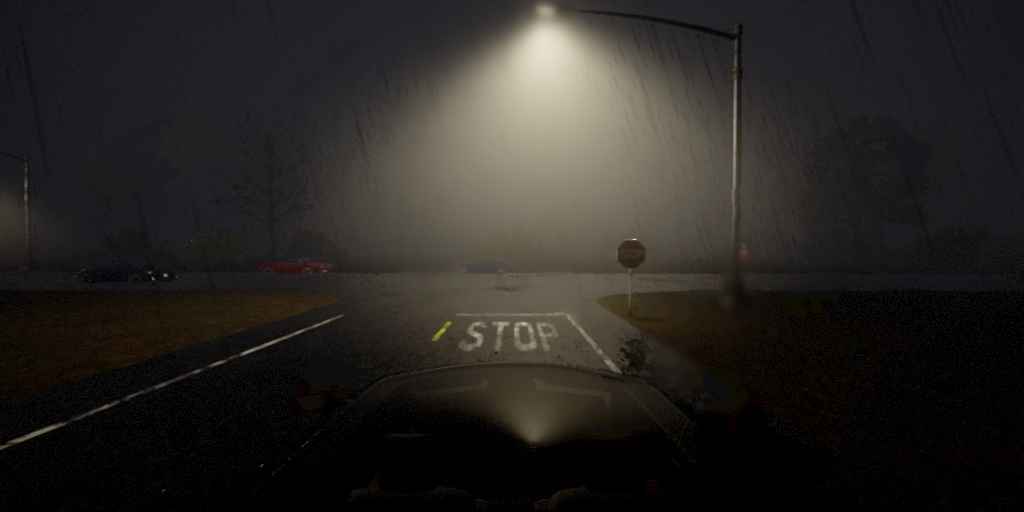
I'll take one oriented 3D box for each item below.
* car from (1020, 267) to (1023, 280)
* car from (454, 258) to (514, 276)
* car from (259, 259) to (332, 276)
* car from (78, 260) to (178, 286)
[{"bbox_3d":[34.797,1.019,22.207,5.008,1.535,1.882,0,1,-2],"label":"car"},{"bbox_3d":[-2.169,0.846,28.182,4.674,1.442,1.812,0,1,-1],"label":"car"},{"bbox_3d":[-16.735,0.850,27.788,4.718,1.301,1.895,0,1,-2],"label":"car"},{"bbox_3d":[-21.984,0.919,20.630,4.181,1.385,1.994,0,1,-2],"label":"car"}]
